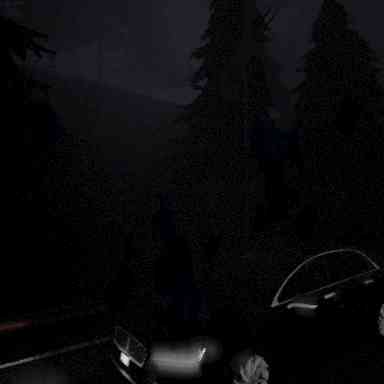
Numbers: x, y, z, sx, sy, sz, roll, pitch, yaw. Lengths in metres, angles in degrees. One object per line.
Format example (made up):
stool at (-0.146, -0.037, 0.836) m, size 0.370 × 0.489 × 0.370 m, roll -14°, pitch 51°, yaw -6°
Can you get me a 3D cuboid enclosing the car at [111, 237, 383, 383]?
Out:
car at (1.268, 1.505, 4.909) m, size 4.892 × 1.490 × 1.837 m, roll 0°, pitch 0°, yaw -36°
